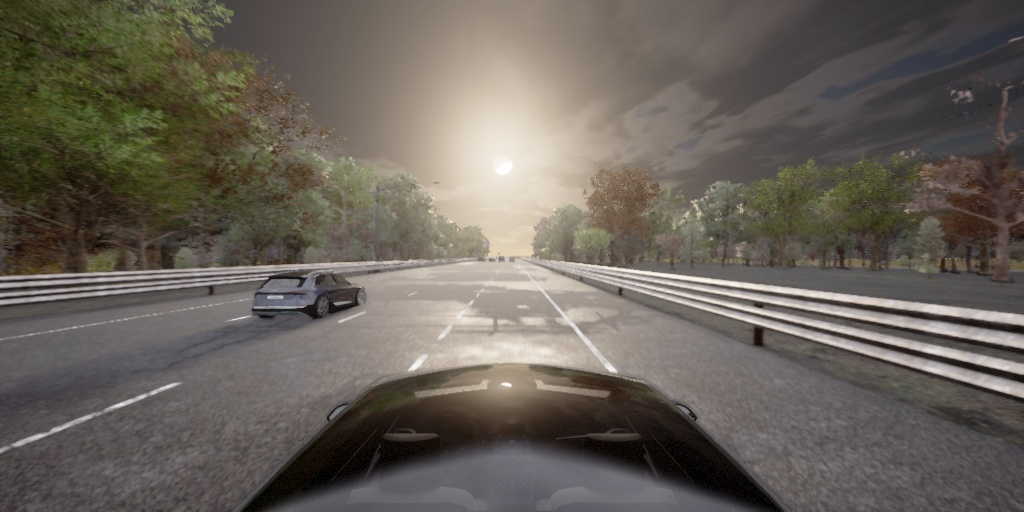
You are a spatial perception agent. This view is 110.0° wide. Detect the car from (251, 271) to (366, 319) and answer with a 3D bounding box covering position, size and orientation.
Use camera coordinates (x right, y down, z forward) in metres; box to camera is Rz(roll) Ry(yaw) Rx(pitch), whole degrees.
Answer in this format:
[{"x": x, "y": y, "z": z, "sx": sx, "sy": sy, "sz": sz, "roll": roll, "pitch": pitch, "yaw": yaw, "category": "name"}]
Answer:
[{"x": -6.994, "y": 1.320, "z": 12.854, "sx": 2.033, "sy": 1.649, "sz": 4.856, "roll": 0, "pitch": -1, "yaw": 0, "category": "car"}]
